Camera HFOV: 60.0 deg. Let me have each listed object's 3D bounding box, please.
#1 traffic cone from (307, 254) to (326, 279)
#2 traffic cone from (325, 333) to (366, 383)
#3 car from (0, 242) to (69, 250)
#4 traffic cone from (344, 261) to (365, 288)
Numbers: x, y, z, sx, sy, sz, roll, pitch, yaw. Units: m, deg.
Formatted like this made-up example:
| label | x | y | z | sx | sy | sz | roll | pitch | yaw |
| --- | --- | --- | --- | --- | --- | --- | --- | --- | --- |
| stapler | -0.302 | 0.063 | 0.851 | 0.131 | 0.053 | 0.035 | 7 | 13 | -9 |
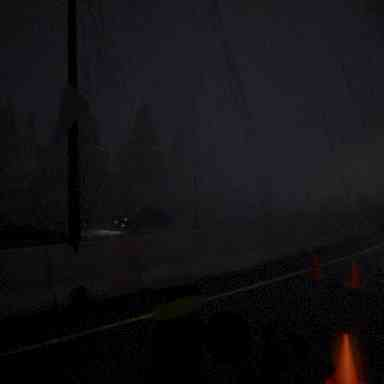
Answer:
| label | x | y | z | sx | sy | sz | roll | pitch | yaw |
| --- | --- | --- | --- | --- | --- | --- | --- | --- | --- |
| traffic cone | 3.230 | 1.914 | 8.633 | 0.340 | 0.580 | 0.340 | -1 | 0 | -36 |
| traffic cone | 1.784 | 1.935 | 3.847 | 0.340 | 0.580 | 0.340 | -1 | 0 | -36 |
| car | -5.490 | 1.597 | 9.376 | 4.181 | 1.385 | 1.994 | -1 | 0 | -37 |
| traffic cone | 3.822 | 1.910 | 7.828 | 0.340 | 0.580 | 0.340 | -1 | 0 | -36 |
